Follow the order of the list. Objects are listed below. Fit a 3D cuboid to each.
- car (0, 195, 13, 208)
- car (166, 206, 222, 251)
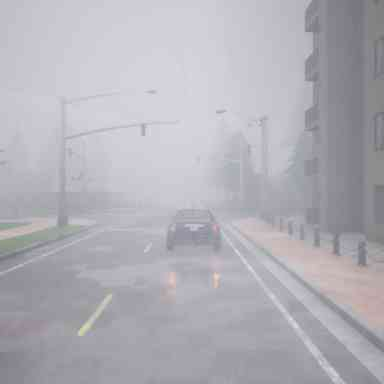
[{"bbox_3d":[-25.129,1.226,42.979,1.932,1.855,4.605,0,0,-1],"label":"car"},{"bbox_3d":[0.064,1.375,14.374,2.097,1.767,4.553,0,0,0],"label":"car"}]
